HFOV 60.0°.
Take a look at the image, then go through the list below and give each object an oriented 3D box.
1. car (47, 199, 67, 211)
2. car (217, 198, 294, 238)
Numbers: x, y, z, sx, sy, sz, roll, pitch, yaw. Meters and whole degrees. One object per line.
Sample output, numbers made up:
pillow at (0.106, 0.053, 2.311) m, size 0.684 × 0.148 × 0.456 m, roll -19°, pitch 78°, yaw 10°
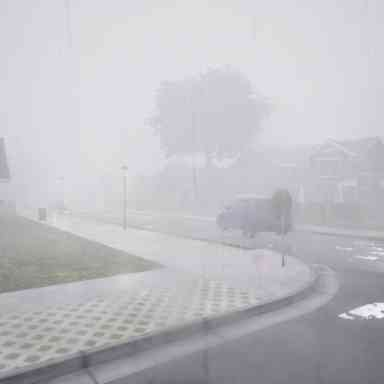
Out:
car at (-18.994, 1.809, 46.680) m, size 1.837 × 1.490 × 4.892 m, roll 0°, pitch 0°, yaw -35°
car at (3.289, 1.351, 18.306) m, size 2.150 × 2.045 × 5.566 m, roll 1°, pitch -1°, yaw -18°
